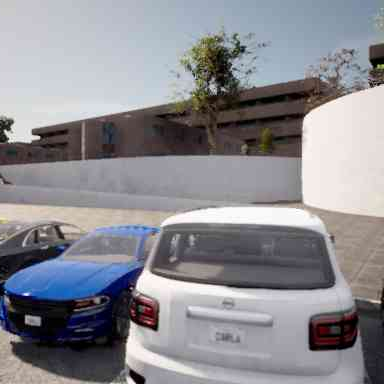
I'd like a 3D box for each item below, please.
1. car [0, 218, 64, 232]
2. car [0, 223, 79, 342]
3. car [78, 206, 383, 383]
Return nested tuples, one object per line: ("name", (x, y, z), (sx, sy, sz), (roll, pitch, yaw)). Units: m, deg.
("car", (-3.879, 1.456, 8.555), (2.231, 1.521, 4.892), (0, -1, 15))
("car", (-1.441, 1.467, 6.832), (2.097, 1.535, 5.008), (1, 0, 15))
("car", (0.988, 1.229, 5.129), (2.435, 2.045, 5.566), (0, -1, 15))
